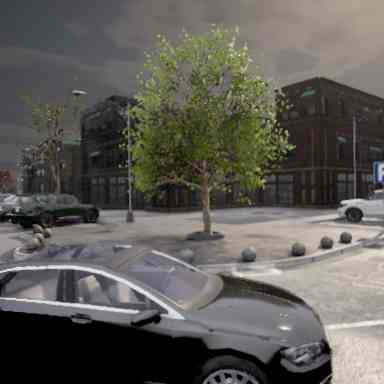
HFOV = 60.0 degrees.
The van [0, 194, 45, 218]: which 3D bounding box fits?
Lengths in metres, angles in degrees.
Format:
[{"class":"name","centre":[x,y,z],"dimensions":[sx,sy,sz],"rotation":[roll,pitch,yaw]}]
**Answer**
[{"class":"van","centre":[-15.942,1.158,30.315],"dimensions":[1.878,1.987,4.442],"rotation":[0,0,31]}]

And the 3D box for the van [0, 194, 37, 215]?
[{"class":"van","centre":[-17.818,1.161,32.604],"dimensions":[1.878,1.987,4.442],"rotation":[0,0,31]}]

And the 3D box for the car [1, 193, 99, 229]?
[{"class":"car","centre":[-8.488,1.120,21.088],"dimensions":[2.435,2.045,5.566],"rotation":[0,0,31]}]

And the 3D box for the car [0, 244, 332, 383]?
[{"class":"car","centre":[-0.931,1.448,4.086],"dimensions":[4.902,1.511,2.128],"rotation":[-1,1,12]}]

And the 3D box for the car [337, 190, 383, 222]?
[{"class":"car","centre":[12.094,0.838,20.680],"dimensions":[5.566,2.045,2.435],"rotation":[-1,0,32]}]

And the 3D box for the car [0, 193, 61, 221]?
[{"class":"car","centre":[-14.130,1.130,27.898],"dimensions":[2.435,2.045,5.566],"rotation":[0,0,31]}]
